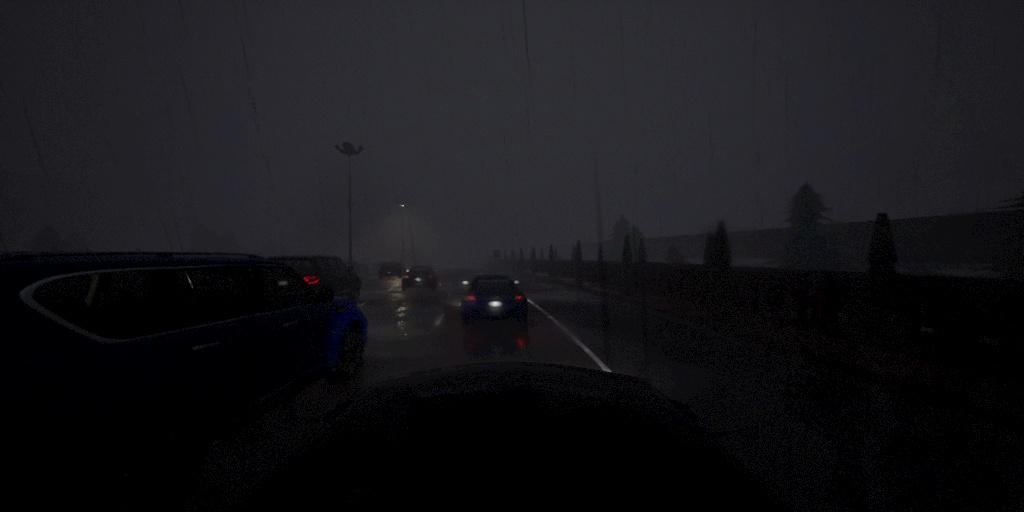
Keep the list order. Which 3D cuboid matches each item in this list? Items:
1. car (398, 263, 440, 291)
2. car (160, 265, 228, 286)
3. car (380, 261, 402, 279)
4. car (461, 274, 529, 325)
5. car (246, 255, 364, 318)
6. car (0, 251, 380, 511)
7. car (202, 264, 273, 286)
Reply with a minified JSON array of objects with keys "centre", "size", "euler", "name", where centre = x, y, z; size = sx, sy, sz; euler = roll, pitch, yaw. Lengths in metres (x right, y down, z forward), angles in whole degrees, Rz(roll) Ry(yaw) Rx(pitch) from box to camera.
[{"centre":[-5.562,1.304,22.179],"size":[1.994,1.385,4.181],"euler":[0,0,-9],"name":"car"},{"centre":[-24.345,1.409,27.679],"size":[1.994,1.385,4.181],"euler":[0,0,-9],"name":"car"},{"centre":[-10.812,1.233,32.822],"size":[1.882,1.535,5.008],"euler":[0,0,-9],"name":"car"},{"centre":[-0.656,1.295,11.880],"size":[1.994,1.385,4.181],"euler":[0,0,-6],"name":"car"},{"centre":[-7.949,0.987,14.573],"size":[2.150,2.045,5.566],"euler":[0,0,-7],"name":"car"},{"centre":[-3.564,0.983,3.966],"size":[2.150,2.045,5.566],"euler":[0,0,-1],"name":"car"},{"centre":[-20.766,1.371,27.466],"size":[2.033,1.411,5.357],"euler":[0,0,-9],"name":"car"}]
